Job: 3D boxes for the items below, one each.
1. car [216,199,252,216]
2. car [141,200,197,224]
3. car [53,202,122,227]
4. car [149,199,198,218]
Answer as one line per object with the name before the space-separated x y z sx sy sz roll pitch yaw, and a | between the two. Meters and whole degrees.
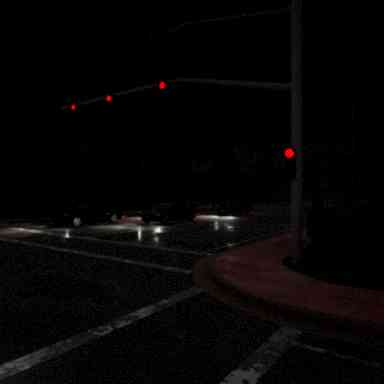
car | 4.232 1.498 32.910 1.837 1.490 4.892 0 0 36
car | -1.619 1.471 24.764 1.882 1.535 5.008 0 0 36
car | -7.133 1.469 23.067 1.882 1.535 5.008 0 0 36
car | -1.610 1.496 30.788 1.837 1.490 4.892 0 0 36
